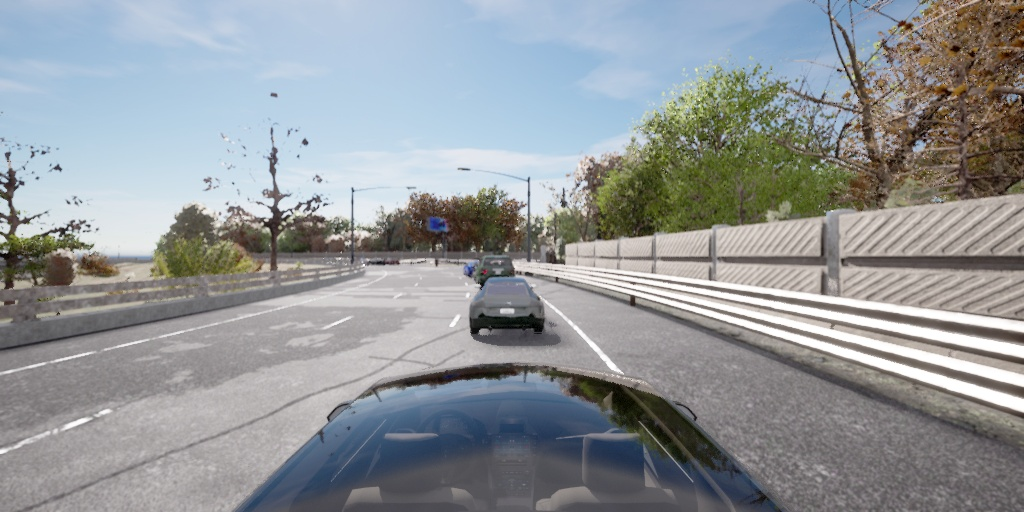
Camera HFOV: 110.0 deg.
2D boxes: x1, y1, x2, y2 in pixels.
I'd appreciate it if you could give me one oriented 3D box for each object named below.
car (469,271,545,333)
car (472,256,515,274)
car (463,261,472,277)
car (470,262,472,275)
[{"bbox_3d":[-0.185,1.322,10.769,1.994,1.385,4.181,0,0,-2],"label":"car"},{"bbox_3d":[-1.116,0.991,22.198,2.150,2.045,5.566,0,0,-8],"label":"car"},{"bbox_3d":[-3.702,1.259,35.651,1.882,1.535,5.008,0,0,-15],"label":"car"},{"bbox_3d":[-2.057,1.340,28.917,1.994,1.385,4.181,0,0,-11],"label":"car"}]
